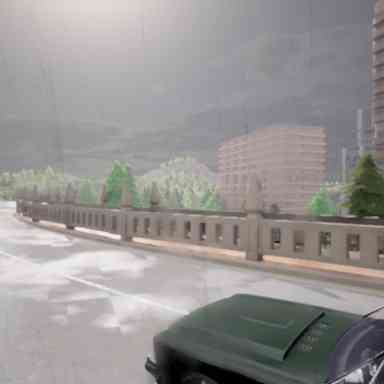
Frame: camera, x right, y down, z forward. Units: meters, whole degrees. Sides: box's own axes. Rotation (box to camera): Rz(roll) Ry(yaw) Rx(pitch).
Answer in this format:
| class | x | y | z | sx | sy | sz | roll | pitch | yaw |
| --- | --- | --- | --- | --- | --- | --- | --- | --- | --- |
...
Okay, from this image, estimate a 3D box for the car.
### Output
| class | x | y | z | sx | sy | sz | roll | pitch | yaw |
| --- | --- | --- | --- | --- | --- | --- | --- | --- | --- |
| car | 1.861 | 1.616 | 2.731 | 4.718 | 1.301 | 1.895 | 0 | 0 | 36 |
